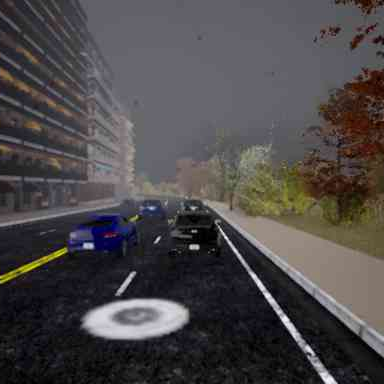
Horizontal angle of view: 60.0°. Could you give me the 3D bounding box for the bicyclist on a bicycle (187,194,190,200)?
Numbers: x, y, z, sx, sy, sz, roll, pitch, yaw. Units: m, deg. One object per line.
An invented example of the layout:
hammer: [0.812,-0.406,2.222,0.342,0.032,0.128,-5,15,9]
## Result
bicyclist on a bicycle: [-0.890,1.365,89.929,0.582,1.620,1.656,0,0,-4]

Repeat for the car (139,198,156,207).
car: [-6.611,1.556,50.041,1.895,1.301,4.718,0,0,-1]

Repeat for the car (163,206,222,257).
car: [0.092,1.490,12.891,1.837,1.490,4.892,0,0,0]

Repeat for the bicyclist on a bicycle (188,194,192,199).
bicyclist on a bicycle: [-0.287,1.293,80.868,0.659,1.776,1.843,0,0,-3]

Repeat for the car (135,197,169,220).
car: [-3.130,1.322,27.897,2.097,1.767,4.553,0,0,0]

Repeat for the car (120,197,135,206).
car: [-9.884,1.518,52.008,1.994,1.385,4.181,0,0,-1]

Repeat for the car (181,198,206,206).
car: [0.120,1.323,27.907,2.097,1.767,4.553,0,0,0]

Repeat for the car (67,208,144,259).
car: [-3.161,1.512,12.510,1.812,1.442,4.674,0,-1,0]
